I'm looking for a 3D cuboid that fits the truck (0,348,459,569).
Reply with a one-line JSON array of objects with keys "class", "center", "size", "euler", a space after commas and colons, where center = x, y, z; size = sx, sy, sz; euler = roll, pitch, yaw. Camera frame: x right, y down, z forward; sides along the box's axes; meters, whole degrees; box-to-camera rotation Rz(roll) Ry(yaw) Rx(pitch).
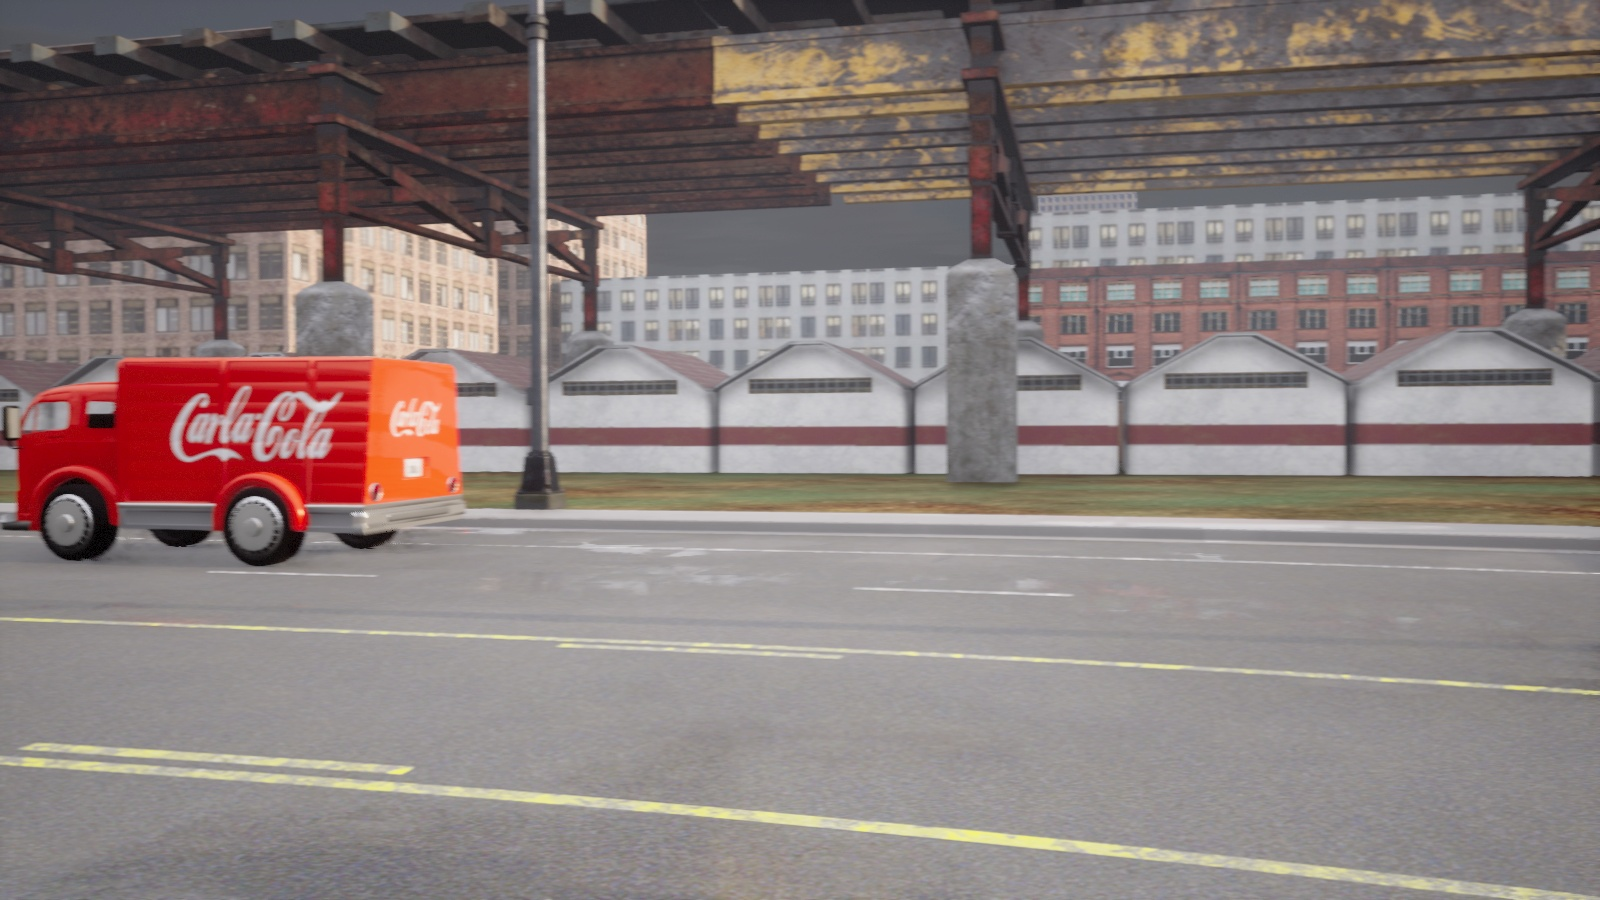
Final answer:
[{"class": "truck", "center": [-7.328, 0.045, 15.873], "size": [5.204, 2.467, 2.627], "euler": [1, 1, 12]}]
